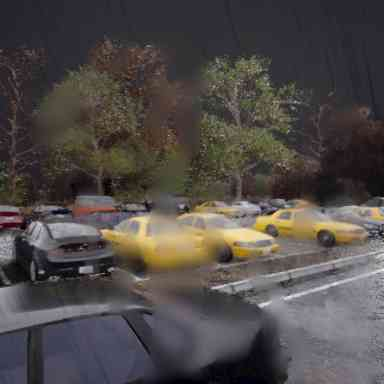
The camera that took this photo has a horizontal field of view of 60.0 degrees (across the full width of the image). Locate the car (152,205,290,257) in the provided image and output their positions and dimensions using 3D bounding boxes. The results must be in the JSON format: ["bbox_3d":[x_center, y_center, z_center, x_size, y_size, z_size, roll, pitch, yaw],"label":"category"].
[{"bbox_3d":[0.751,1.476,12.415,1.946,1.575,5.366,0,0,-35],"label":"car"}]

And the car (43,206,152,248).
[{"bbox_3d":[-3.534,1.540,15.034,5.357,1.411,2.033,0,0,-36],"label":"car"}]

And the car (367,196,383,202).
[{"bbox_3d":[12.036,1.284,20.708,2.435,2.045,5.566,0,0,-35],"label":"car"}]

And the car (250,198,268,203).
[{"bbox_3d":[4.480,1.571,31.346,2.002,1.452,4.674,0,0,-35],"label":"car"}]

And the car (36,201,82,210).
[{"bbox_3d":[-9.181,1.499,21.664,2.163,1.488,4.792,0,0,-35],"label":"car"}]

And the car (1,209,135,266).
[{"bbox_3d":[-3.769,1.475,9.419,2.231,1.521,4.892,0,0,-35],"label":"car"}]

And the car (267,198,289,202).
[{"bbox_3d":[6.753,1.573,32.931,2.163,1.488,4.792,0,0,-35],"label":"car"}]

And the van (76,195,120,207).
[{"bbox_3d":[-6.973,1.249,23.343,1.878,1.987,4.442,0,0,-35],"label":"van"}]

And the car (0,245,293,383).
[{"bbox_3d":[-1.512,1.547,2.607,5.357,1.411,2.033,0,0,-36],"label":"car"}]

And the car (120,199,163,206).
[{"bbox_3d":[-4.532,1.514,24.902,2.163,1.488,4.792,0,0,-35],"label":"car"}]

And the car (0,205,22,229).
[{"bbox_3d":[-11.331,1.499,20.134,2.163,1.488,4.792,0,0,-35],"label":"car"}]

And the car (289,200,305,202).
[{"bbox_3d":[8.873,1.429,34.514,2.185,1.767,4.553,0,0,-35],"label":"car"}]

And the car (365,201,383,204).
[{"bbox_3d":[9.682,1.521,19.226,1.946,1.575,5.366,0,0,-35],"label":"car"}]

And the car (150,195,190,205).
[{"bbox_3d":[-2.308,1.245,26.555,2.435,2.045,5.566,0,0,-35],"label":"car"}]

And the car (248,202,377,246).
[{"bbox_3d":[5.374,1.497,15.705,1.946,1.575,5.366,0,0,-35],"label":"car"}]

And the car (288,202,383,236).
[{"bbox_3d":[7.524,1.513,17.470,2.231,1.521,4.892,0,0,-35],"label":"car"}]

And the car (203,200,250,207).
[{"bbox_3d":[2.329,1.517,29.591,1.946,1.575,5.366,0,0,-35],"label":"car"}]
